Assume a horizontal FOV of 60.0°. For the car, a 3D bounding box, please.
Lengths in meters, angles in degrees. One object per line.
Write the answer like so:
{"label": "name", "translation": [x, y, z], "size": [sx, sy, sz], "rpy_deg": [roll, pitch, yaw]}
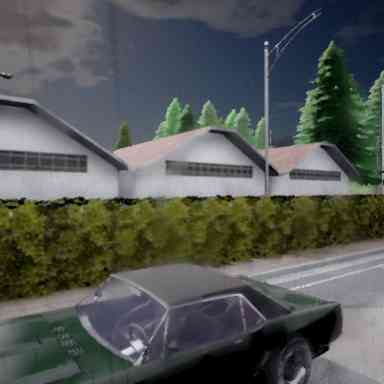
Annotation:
{"label": "car", "translation": [-0.492, 1.599, 3.603], "size": [4.718, 1.301, 1.895], "rpy_deg": [0, 0, -35]}
